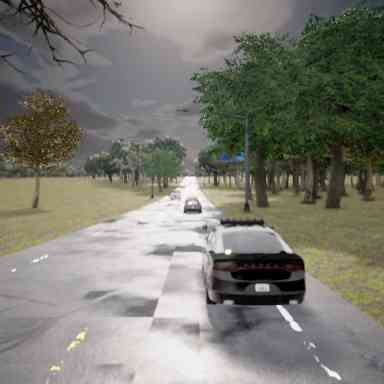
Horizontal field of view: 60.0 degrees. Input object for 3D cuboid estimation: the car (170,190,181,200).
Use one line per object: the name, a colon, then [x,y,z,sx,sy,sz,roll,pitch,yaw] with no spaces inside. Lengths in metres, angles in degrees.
car: [-3.466,0.663,69.814,2.150,2.045,5.566,0,2,0]

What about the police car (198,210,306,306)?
police car: [1.229,1.474,8.376,1.930,1.638,5.238,0,0,0]

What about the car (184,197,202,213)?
car: [0.088,1.533,36.530,1.994,1.385,4.181,0,1,0]
